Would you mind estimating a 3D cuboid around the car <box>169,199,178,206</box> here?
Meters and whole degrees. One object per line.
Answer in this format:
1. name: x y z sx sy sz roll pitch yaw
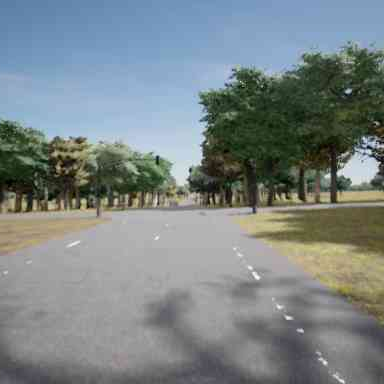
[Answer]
1. car: -4.522 2.552 82.140 2.097 1.767 4.553 0 -1 -1
